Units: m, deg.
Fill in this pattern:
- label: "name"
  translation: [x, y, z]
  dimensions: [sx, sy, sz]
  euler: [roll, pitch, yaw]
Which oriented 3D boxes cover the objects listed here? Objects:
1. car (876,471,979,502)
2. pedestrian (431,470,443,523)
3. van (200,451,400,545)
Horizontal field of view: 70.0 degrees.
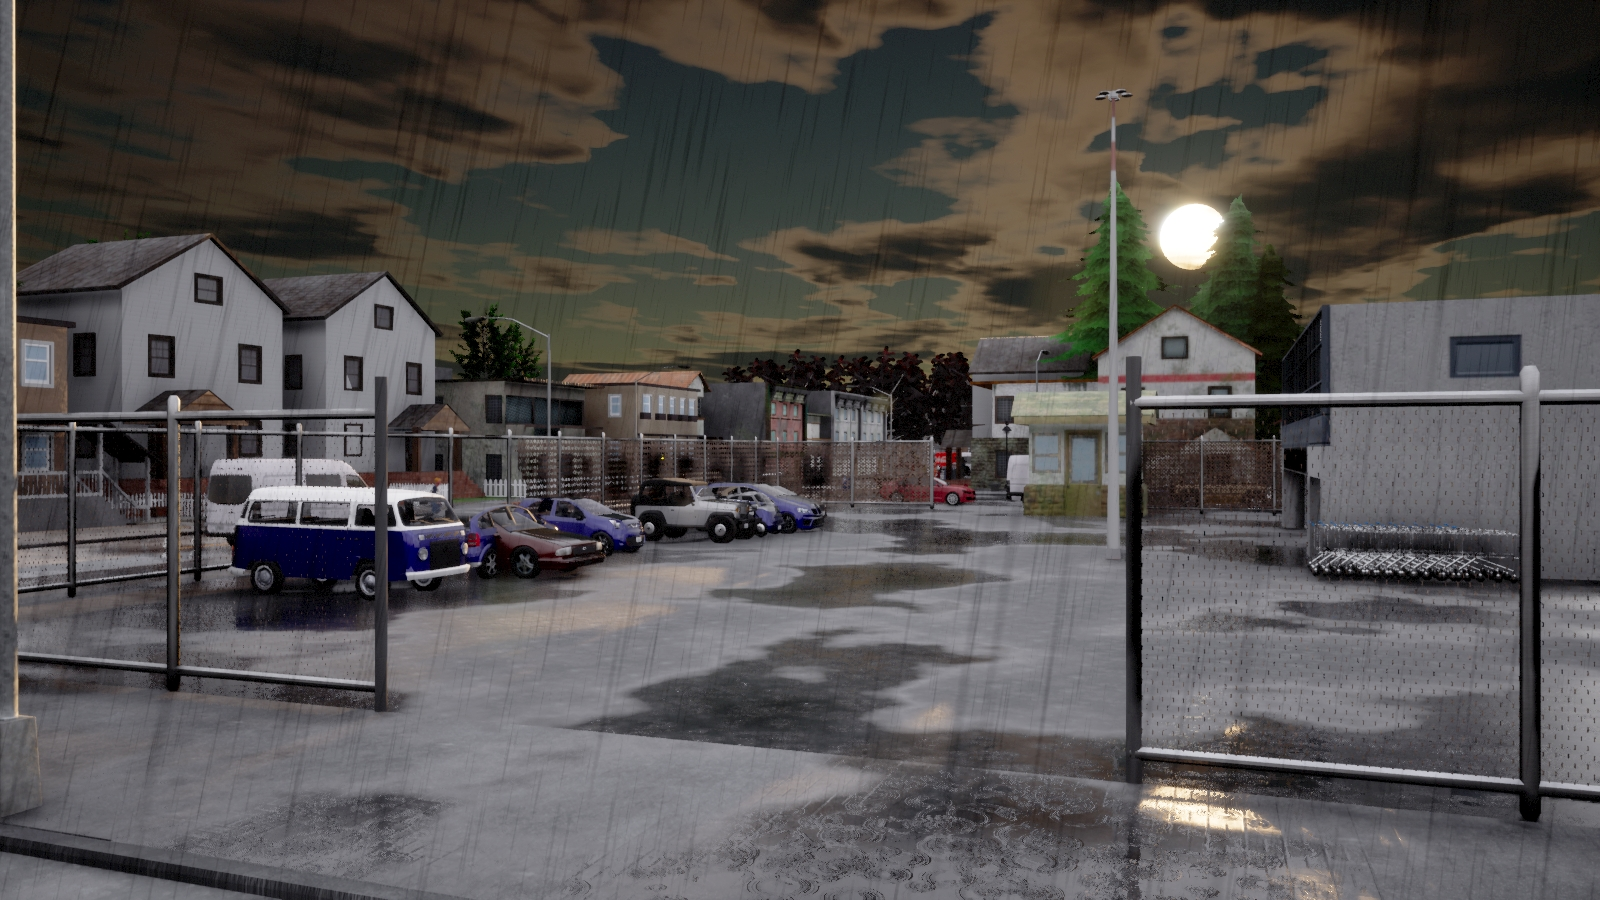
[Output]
- label: "car"
  translation: [6.523, 1.843, 58.394]
  dimensions: [4.892, 1.480, 2.231]
  euler: [0, 0, 19]
- label: "pedestrian"
  translation: [-12.877, 1.633, 40.510]
  dimensions: [0.375, 1.860, 0.375]
  euler: [0, 0, -11]
- label: "van"
  translation: [-14.863, 1.319, 34.443]
  dimensions: [1.988, 2.561, 5.915]
  euler: [0, 0, 20]
